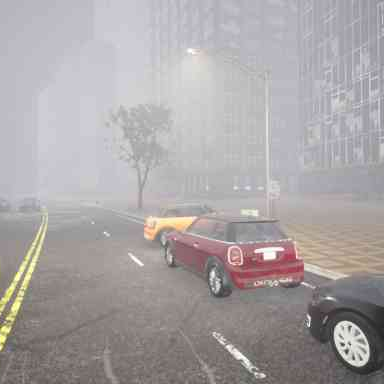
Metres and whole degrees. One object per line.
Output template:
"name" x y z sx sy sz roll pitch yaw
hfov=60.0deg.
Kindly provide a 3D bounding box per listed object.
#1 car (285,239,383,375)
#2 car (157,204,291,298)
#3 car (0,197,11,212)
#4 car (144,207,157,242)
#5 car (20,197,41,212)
"car" 3.584 1.505 3.473 1.837 1.490 4.892 0 0 -36
"car" 0.812 1.355 8.925 2.097 1.767 4.553 0 0 -23
"car" -22.069 1.389 37.989 2.097 1.767 4.553 0 0 -24
"car" 0.226 1.277 14.627 4.553 1.767 2.097 -3 1 -18
"car" -19.109 1.392 39.331 2.097 1.767 4.553 0 0 -24
